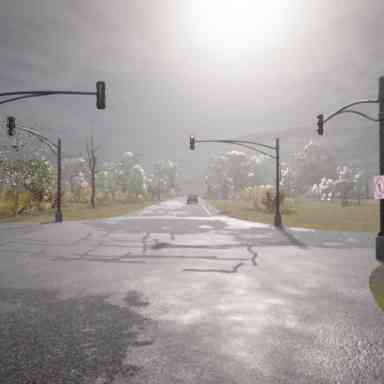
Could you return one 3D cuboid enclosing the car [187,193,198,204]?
[{"bbox_3d":[0.108,1.291,67.703,2.150,2.045,5.566,0,0,0],"label":"car"}]
